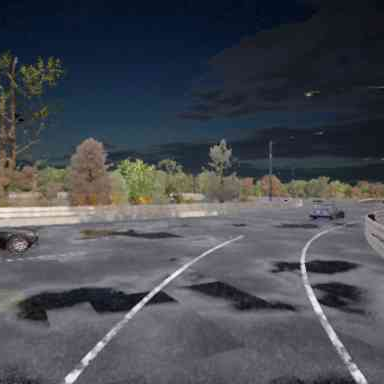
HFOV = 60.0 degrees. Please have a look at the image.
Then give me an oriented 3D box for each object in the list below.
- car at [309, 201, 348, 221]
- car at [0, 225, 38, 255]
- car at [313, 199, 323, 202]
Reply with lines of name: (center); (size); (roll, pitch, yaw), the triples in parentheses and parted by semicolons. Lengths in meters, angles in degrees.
car: (12.404, 1.820, 30.192); (2.033, 1.411, 5.357); (0, -1, 41)
car: (-8.134, 1.583, 12.039); (4.674, 1.442, 1.812); (1, 0, -34)
car: (32.439, 2.357, 85.898); (1.895, 1.301, 4.718); (0, 0, 11)
